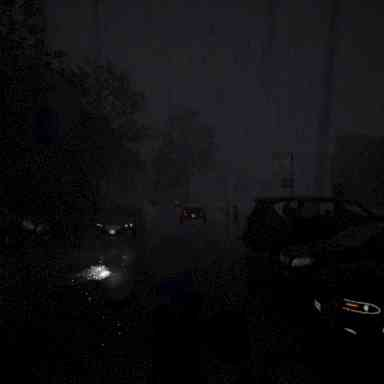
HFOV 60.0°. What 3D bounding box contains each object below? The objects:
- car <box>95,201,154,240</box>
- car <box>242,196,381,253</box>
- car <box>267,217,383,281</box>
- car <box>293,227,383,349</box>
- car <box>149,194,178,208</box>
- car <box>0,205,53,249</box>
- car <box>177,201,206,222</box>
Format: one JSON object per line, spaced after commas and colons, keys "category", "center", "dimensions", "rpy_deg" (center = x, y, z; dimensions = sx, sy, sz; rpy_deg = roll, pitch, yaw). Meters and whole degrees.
{"category": "car", "center": [-3.347, 1.401, 16.440], "dimensions": [2.128, 1.511, 4.902], "rpy_deg": [0, 0, 0]}
{"category": "car", "center": [4.439, 1.174, 10.732], "dimensions": [5.566, 2.045, 2.435], "rpy_deg": [0, 0, 0]}
{"category": "car", "center": [4.414, 1.481, 7.909], "dimensions": [4.674, 1.452, 2.002], "rpy_deg": [0, 0, 0]}
{"category": "car", "center": [4.418, 1.456, 5.081], "dimensions": [5.008, 1.535, 2.097], "rpy_deg": [0, 0, 0]}
{"category": "car", "center": [-3.640, 1.302, 41.474], "dimensions": [1.895, 1.301, 4.718], "rpy_deg": [0, 1, -34]}
{"category": "car", "center": [-8.101, 1.276, 13.471], "dimensions": [4.553, 1.767, 2.185], "rpy_deg": [0, 0, 0]}
{"category": "car", "center": [0.088, 1.377, 24.444], "dimensions": [1.812, 1.442, 4.674], "rpy_deg": [0, 1, 0]}
